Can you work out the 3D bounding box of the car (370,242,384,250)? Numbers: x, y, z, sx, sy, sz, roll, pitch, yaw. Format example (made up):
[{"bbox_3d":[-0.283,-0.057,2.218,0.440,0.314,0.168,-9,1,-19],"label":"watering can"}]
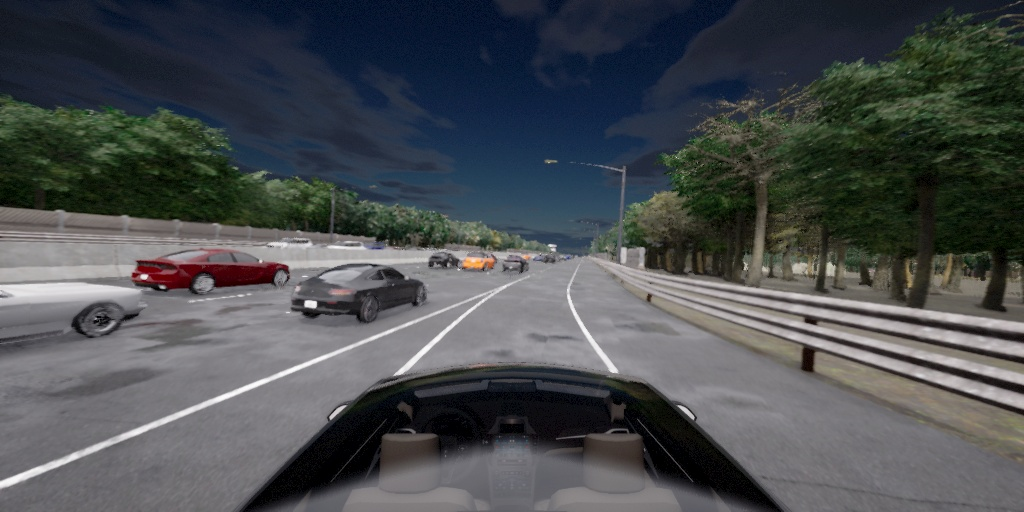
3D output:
[{"bbox_3d":[-22.965,-1.195,58.865,2.150,2.045,5.566,3,1,12],"label":"car"}]

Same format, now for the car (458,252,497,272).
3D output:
[{"bbox_3d":[-3.027,0.455,33.925,2.097,1.767,4.553,3,1,11],"label":"car"}]

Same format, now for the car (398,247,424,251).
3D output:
[{"bbox_3d":[-16.006,-0.507,58.196,1.837,1.490,4.892,3,1,12],"label":"car"}]

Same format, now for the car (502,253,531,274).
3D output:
[{"bbox_3d":[0.402,0.799,33.288,2.128,1.511,4.902,3,1,11],"label":"car"}]

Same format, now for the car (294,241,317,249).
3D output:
[{"bbox_3d":[-22.803,-0.619,42.316,1.812,1.442,4.674,3,1,12],"label":"car"}]

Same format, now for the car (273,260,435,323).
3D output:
[{"bbox_3d":[-4.176,0.933,10.504,1.812,1.442,4.674,3,1,11],"label":"car"}]

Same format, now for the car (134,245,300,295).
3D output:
[{"bbox_3d":[-10.728,0.470,13.356,1.882,1.535,5.008,3,1,11],"label":"car"}]

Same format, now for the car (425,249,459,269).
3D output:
[{"bbox_3d":[-6.452,0.404,34.659,1.837,1.490,4.892,3,1,11],"label":"car"}]

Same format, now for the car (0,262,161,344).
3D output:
[{"bbox_3d":[-8.780,0.830,5.339,1.895,1.301,4.718,3,1,11],"label":"car"}]

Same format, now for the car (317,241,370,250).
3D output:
[{"bbox_3d":[-19.378,-0.718,41.550,2.150,2.045,5.566,3,1,12],"label":"car"}]

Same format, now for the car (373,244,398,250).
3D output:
[{"bbox_3d":[-19.637,-0.733,57.867,1.882,1.535,5.008,3,1,12],"label":"car"}]

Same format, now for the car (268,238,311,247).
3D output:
[{"bbox_3d":[-26.283,-1.125,42.609,2.150,2.045,5.566,3,1,12],"label":"car"}]
